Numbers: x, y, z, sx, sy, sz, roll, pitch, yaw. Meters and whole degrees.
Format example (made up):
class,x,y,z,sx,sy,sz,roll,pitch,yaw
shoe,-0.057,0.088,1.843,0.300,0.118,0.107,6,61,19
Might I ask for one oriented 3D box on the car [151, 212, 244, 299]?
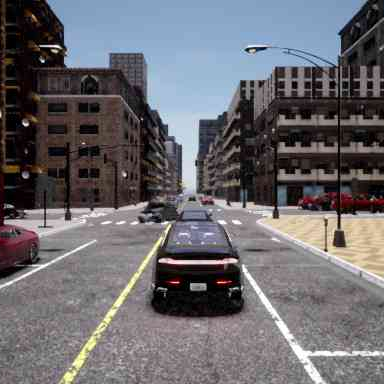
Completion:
class,x,y,z,sx,sy,sz,roll,pitch,yaw
car,0.113,1.491,8.405,2.128,1.511,4.902,0,0,0

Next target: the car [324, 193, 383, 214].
class,x,y,z,sx,sy,sz,roll,pitch,yaw
car,14.731,1.029,29.134,5.009,1.841,2.192,-1,1,0

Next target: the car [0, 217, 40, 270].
class,x,y,z,sx,sy,sz,roll,pitch,yaw
car,-5.730,1.582,9.199,1.802,1.307,4.206,0,0,0

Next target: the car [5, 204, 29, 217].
class,x,y,z,sx,sy,sz,roll,pitch,yaw
car,-18.130,1.806,31.496,4.902,1.511,2.128,-1,0,0

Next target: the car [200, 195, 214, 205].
class,x,y,z,sx,sy,sz,roll,pitch,yaw
car,2.763,1.458,56.897,1.967,1.590,4.097,0,0,0

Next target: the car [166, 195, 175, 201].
class,x,y,z,sx,sy,sz,roll,pitch,yaw
car,-5.580,1.481,85.318,1.967,1.590,4.097,0,0,0

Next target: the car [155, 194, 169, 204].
class,x,y,z,sx,sy,sz,roll,pitch,yaw
car,-5.610,1.337,62.588,2.192,1.841,5.009,0,0,0

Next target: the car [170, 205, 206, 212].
class,x,y,z,sx,sy,sz,roll,pitch,yaw
car,0.121,1.565,17.020,1.994,1.385,4.181,0,0,0

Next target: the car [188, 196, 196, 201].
class,x,y,z,sx,sy,sz,roll,pitch,yaw
car,0.108,1.591,82.858,1.994,1.385,4.181,0,0,0

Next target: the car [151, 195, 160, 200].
class,x,y,z,sx,sy,sz,roll,pitch,yaw
car,-5.624,1.581,51.223,1.947,1.339,4.313,0,0,0

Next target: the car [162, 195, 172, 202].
class,x,y,z,sx,sy,sz,roll,pitch,yaw
car,-5.595,1.471,73.953,1.967,1.590,4.097,0,0,0

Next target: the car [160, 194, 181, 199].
class,x,y,z,sx,sy,sz,roll,pitch,yaw
car,-3.003,1.365,48.170,2.097,1.767,4.553,0,0,0

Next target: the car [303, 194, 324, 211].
class,x,y,z,sx,sy,sz,roll,pitch,yaw
car,14.609,1.231,34.941,4.674,1.442,1.812,-1,0,0

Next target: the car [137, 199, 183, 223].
class,x,y,z,sx,sy,sz,roll,pitch,yaw
car,-2.554,1.554,25.733,1.812,1.442,4.674,-2,0,18

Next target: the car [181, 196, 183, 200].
class,x,y,z,sx,sy,sz,roll,pitch,yaw
car,-3.005,1.620,58.103,1.895,1.301,4.718,0,0,0

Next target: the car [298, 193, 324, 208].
class,x,y,z,sx,sy,sz,roll,pitch,yaw
car,14.608,1.015,37.512,5.009,1.841,2.192,-1,1,0

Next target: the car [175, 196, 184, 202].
class,x,y,z,sx,sy,sz,roll,pitch,yaw
car,-2.898,1.572,79.039,2.033,1.411,5.357,0,0,0
